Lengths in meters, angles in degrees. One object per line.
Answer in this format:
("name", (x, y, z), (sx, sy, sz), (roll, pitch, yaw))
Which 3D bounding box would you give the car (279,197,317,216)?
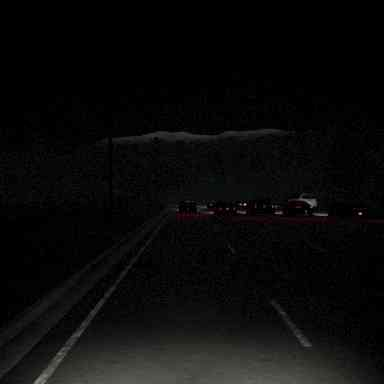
("car", (10.115, 1.526, 31.936), (1.812, 1.442, 4.674), (0, 0, -1))

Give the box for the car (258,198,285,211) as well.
("car", (9.959, 1.492, 41.988), (2.128, 1.511, 4.902), (0, 0, -1))

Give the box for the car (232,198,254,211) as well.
("car", (6.448, 1.547, 42.686), (2.033, 1.411, 5.357), (0, 0, -1))

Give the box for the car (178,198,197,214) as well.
("car", (-0.441, 1.492, 35.567), (2.128, 1.511, 4.902), (0, 0, -1))

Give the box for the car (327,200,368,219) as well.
("car", (13.656, 1.505, 29.476), (1.837, 1.490, 4.892), (0, 0, -1))

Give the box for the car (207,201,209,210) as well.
("car", (2.940, 1.601, 43.069), (1.895, 1.301, 4.718), (0, 0, -1))

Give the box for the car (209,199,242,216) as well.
("car", (3.114, 1.547, 32.174), (2.033, 1.411, 5.357), (0, 0, -1))

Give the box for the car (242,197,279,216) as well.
("car", (6.602, 1.352, 32.670), (2.097, 1.767, 4.553), (0, 0, -1))

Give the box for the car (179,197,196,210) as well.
("car", (-0.592, 1.491, 44.980), (2.128, 1.511, 4.902), (0, 0, -1))

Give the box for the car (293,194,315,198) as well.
("car", (13.481, 1.222, 40.910), (2.150, 2.045, 5.566), (0, 0, -1))
